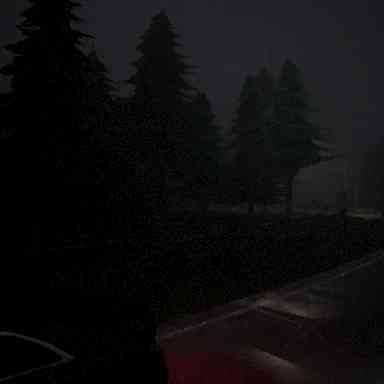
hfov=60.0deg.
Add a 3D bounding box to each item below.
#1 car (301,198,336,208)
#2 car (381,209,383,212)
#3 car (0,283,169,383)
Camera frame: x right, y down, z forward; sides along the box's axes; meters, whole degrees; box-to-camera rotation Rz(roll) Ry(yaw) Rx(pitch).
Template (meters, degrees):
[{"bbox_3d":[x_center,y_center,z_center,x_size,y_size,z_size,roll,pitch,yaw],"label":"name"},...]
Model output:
[{"bbox_3d":[14.806,1.491,39.100,1.812,1.442,4.674,0,0,-22],"label":"car"},{"bbox_3d":[19.885,1.867,31.357,1.895,1.301,4.718,0,0,-1],"label":"car"},{"bbox_3d":[-2.450,1.503,2.060,4.902,1.511,2.128,0,0,-37],"label":"car"}]
